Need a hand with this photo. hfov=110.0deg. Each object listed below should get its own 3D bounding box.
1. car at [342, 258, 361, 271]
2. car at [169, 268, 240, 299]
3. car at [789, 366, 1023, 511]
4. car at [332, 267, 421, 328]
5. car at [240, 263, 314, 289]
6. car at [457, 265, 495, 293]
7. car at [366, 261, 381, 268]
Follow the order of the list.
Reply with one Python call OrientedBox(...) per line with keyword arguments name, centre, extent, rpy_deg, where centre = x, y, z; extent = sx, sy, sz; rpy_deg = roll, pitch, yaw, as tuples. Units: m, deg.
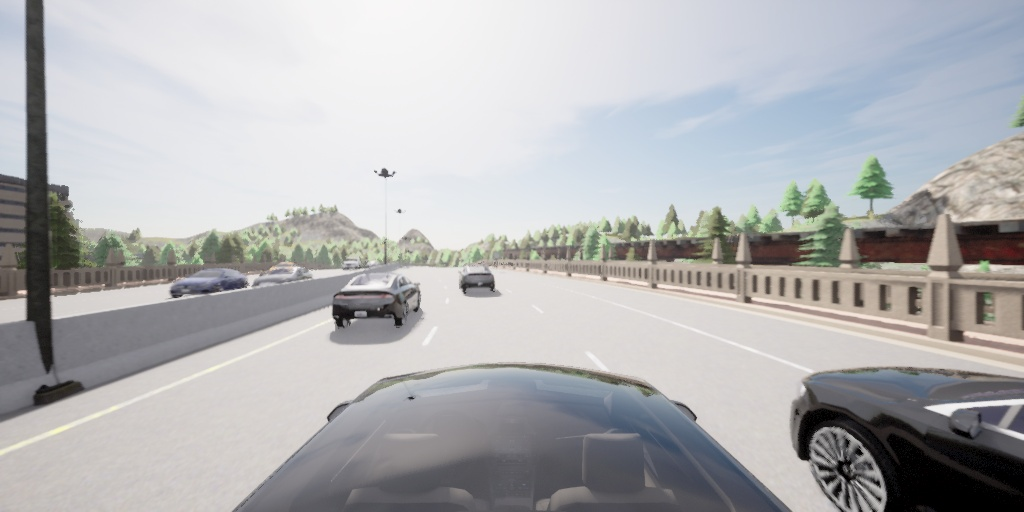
OrientedBox(name="car", centre=(-26.299, 1.281, 58.948), extent=(2.150, 2.045, 5.566), rpy_deg=(0, 0, -14))
OrientedBox(name="car", centre=(-16.180, 1.416, 19.504), extent=(1.812, 1.442, 4.674), rpy_deg=(0, 0, -12))
OrientedBox(name="car", centre=(3.427, 1.226, 1.248), extent=(2.128, 1.511, 4.902), rpy_deg=(0, 0, 0))
OrientedBox(name="car", centre=(-4.149, 1.286, 11.632), extent=(2.128, 1.511, 4.902), rpy_deg=(0, 0, -6))
OrientedBox(name="car", centre=(-12.790, 1.362, 20.360), extent=(2.128, 1.511, 4.902), rpy_deg=(0, 0, -12))
OrientedBox(name="car", centre=(-2.185, 1.298, 21.525), extent=(2.128, 1.511, 4.902), rpy_deg=(0, 0, -11))
OrientedBox(name="car", centre=(-22.639, 1.529, 58.748), extent=(2.128, 1.511, 4.902), rpy_deg=(0, 0, -14))
